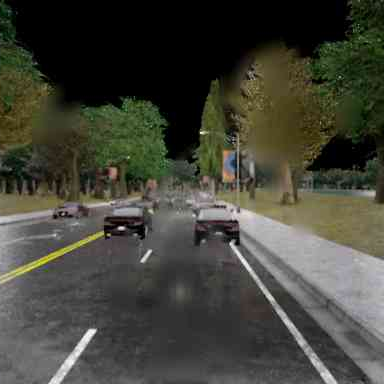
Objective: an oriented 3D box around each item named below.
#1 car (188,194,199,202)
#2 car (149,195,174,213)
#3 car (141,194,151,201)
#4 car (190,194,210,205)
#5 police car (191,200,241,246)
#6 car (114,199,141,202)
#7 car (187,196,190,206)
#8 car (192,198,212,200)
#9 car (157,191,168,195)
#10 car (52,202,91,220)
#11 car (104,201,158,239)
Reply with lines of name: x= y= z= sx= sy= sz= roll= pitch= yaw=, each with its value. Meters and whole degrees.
car: x=0.254 y=1.162 z=66.629 sx=2.128 sy=1.511 sz=4.902 roll=0 pitch=1 yaw=0
car: x=-3.016 y=1.361 z=35.255 sx=1.882 sy=1.535 sz=5.008 roll=0 pitch=0 yaw=0
car: x=-9.487 y=1.176 z=69.430 sx=2.033 sy=1.411 sz=5.357 roll=0 pitch=1 yaw=0
car: x=1.093 y=1.255 z=31.172 sx=2.097 sy=1.767 sz=4.553 roll=0 pitch=0 yaw=0
police car: x=1.033 y=1.393 z=15.311 sx=1.930 sy=1.638 sz=5.238 roll=0 pitch=0 yaw=0
car: x=-6.479 y=1.393 z=31.260 sx=2.128 sy=1.511 sz=4.902 roll=0 pitch=0 yaw=0
car: x=0.188 y=1.408 z=49.203 sx=1.895 sy=1.301 sz=4.718 roll=0 pitch=0 yaw=0
car: x=1.071 y=1.436 z=25.202 sx=1.837 sy=1.490 sz=4.892 roll=0 pitch=0 yaw=0
car: x=-6.228 y=0.842 z=71.676 sx=2.150 sy=2.045 sz=5.566 roll=0 pitch=1 yaw=0
car: x=-9.745 y=1.484 z=27.161 sx=1.994 sy=1.385 sz=4.181 roll=0 pitch=0 yaw=0
car: x=-3.086 y=1.439 z=17.065 sx=1.882 sy=1.535 sz=5.008 roll=0 pitch=0 yaw=0
